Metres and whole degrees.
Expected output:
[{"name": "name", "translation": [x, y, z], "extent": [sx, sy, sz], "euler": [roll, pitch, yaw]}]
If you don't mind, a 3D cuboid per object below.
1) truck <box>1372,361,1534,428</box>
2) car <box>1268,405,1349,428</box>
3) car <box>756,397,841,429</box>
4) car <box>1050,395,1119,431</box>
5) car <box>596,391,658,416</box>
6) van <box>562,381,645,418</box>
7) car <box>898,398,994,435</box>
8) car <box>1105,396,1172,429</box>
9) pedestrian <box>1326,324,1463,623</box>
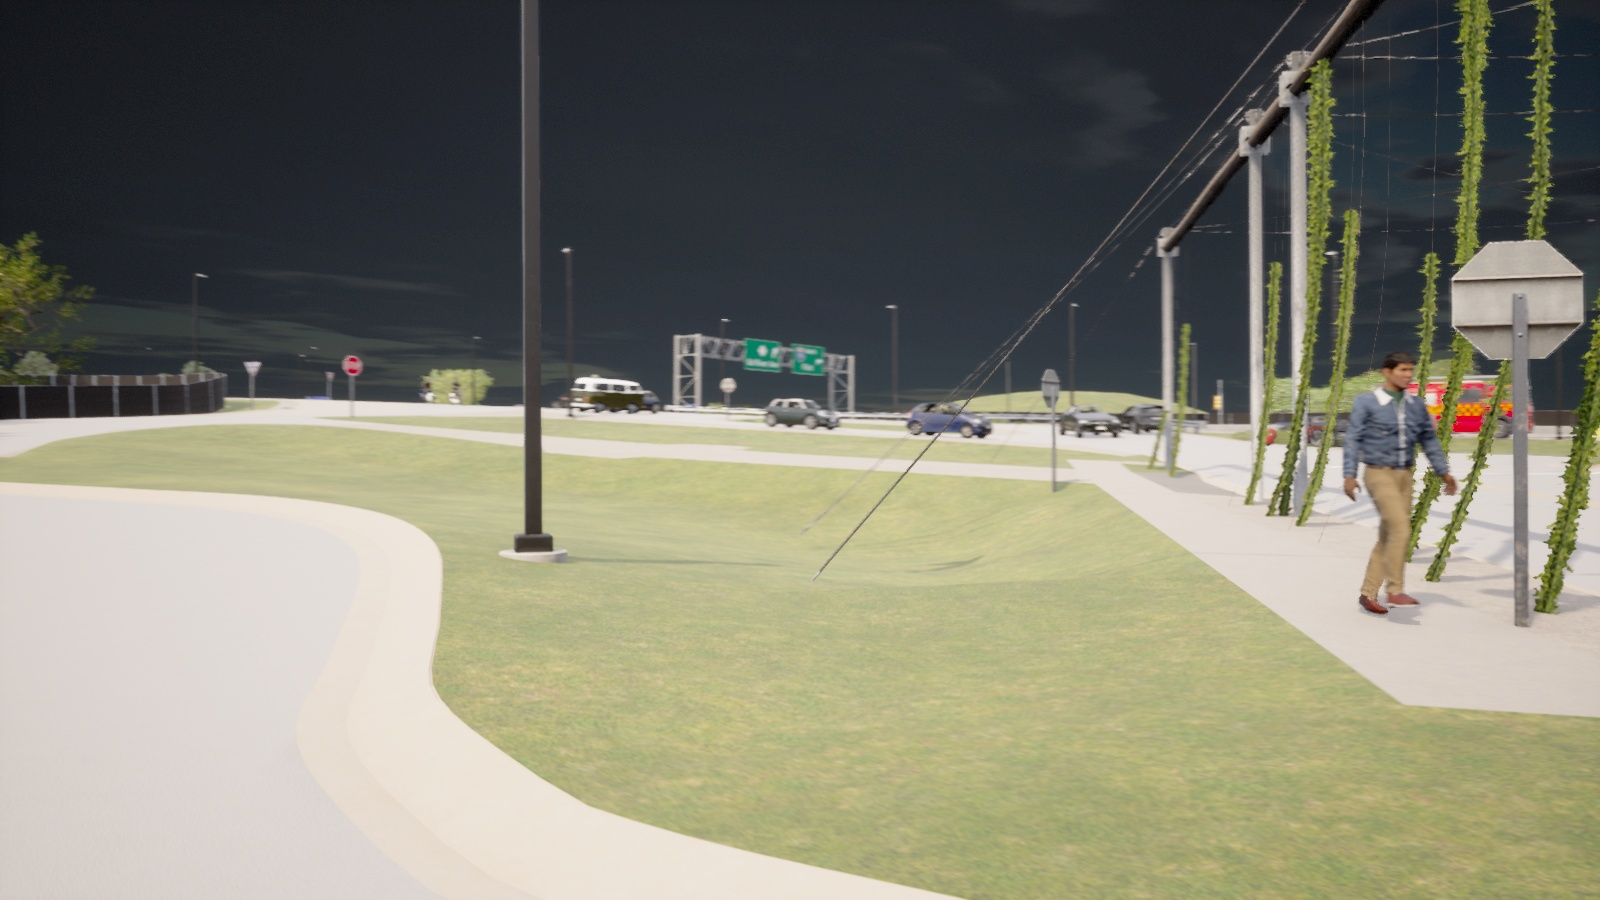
[{"name": "truck", "translation": [39.667, -3.306, 76.410], "extent": [8.468, 3.827, 2.891], "euler": [0, 1, 34]}, {"name": "car", "translation": [35.540, -2.310, 87.732], "extent": [4.902, 1.511, 2.128], "euler": [0, 1, 34]}, {"name": "car", "translation": [-0.089, -1.869, 63.325], "extent": [3.806, 1.475, 1.970], "euler": [3, 3, 35]}, {"name": "car", "translation": [14.592, -1.942, 64.661], "extent": [2.152, 1.651, 5.027], "euler": [-2, 3, -3]}, {"name": "car", "translation": [-11.144, -2.997, 81.061], "extent": [1.970, 1.475, 3.806], "euler": [3, 3, 32]}, {"name": "van", "translation": [-11.737, -3.026, 75.176], "extent": [2.069, 2.038, 4.480], "euler": [5, 4, 43]}, {"name": "car", "translation": [6.796, -1.579, 58.564], "extent": [3.988, 1.617, 1.851], "euler": [3, 2, 33]}, {"name": "car", "translation": [18.316, -2.053, 68.107], "extent": [2.033, 1.649, 4.856], "euler": [-1, 3, -4]}, {"name": "pedestrian", "translation": [4.055, 0.149, 8.611], "extent": [0.423, 1.949, 0.788], "euler": [-1, 0, -11]}]
